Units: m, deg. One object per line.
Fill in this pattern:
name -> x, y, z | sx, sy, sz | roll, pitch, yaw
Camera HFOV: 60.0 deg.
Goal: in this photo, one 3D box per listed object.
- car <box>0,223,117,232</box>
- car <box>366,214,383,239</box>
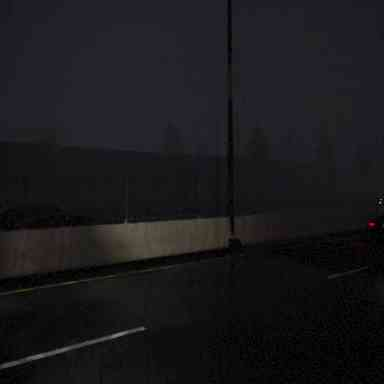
car -> -5.530, 1.529, 12.945 | 5.357, 1.411, 2.033 | 0, 0, -36
car -> 10.086, 1.434, 15.248 | 5.357, 1.411, 2.033 | 0, 0, -36
